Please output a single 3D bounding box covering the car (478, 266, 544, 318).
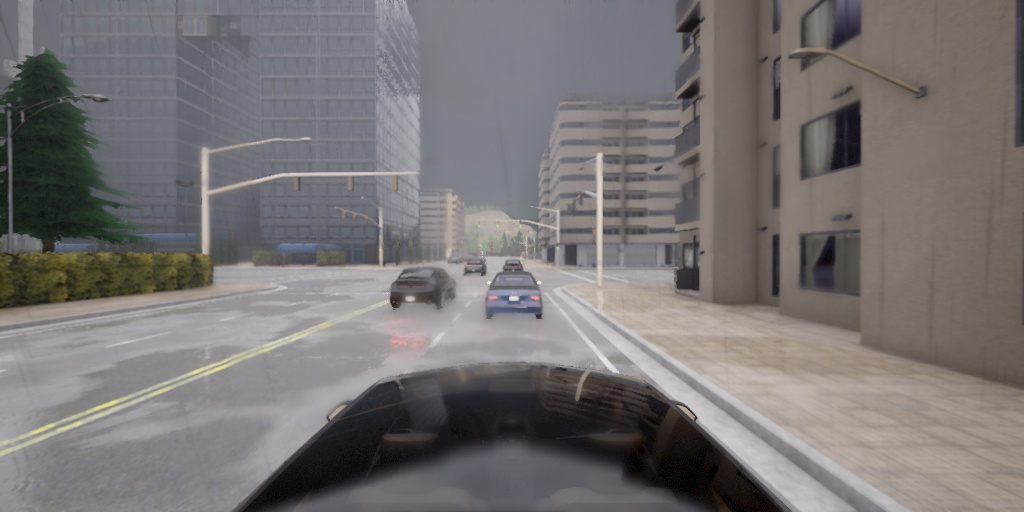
[{"bbox_3d":[0.076,1.235,12.636,2.033,1.411,5.357,0,0,0],"label":"car"}]

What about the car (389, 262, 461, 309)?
[{"bbox_3d":[-3.421,1.182,14.499,1.837,1.490,4.892,0,0,0],"label":"car"}]

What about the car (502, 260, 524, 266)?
[{"bbox_3d":[0.088,1.069,34.248,1.837,1.490,4.892,0,0,0],"label":"car"}]

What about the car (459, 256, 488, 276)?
[{"bbox_3d":[-3.412,1.056,34.202,2.128,1.511,4.902,0,0,0],"label":"car"}]
